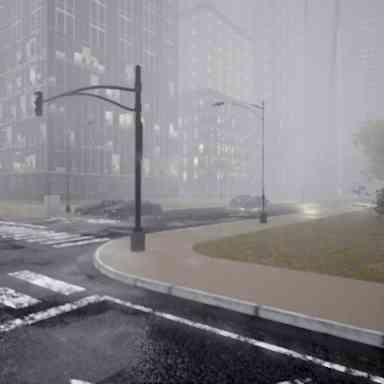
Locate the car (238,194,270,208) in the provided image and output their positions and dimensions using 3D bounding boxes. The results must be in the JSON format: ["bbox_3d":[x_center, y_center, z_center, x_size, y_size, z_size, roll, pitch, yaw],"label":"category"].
[{"bbox_3d":[8.449,1.259,43.496,1.882,1.535,5.008,0,0,37],"label":"car"}]

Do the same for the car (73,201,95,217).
[{"bbox_3d":[-7.230,1.288,28.156,2.033,1.411,5.357,0,0,37],"label":"car"}]

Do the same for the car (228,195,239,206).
[{"bbox_3d":[6.968,1.130,46.911,2.097,1.767,4.553,0,0,37],"label":"car"}]

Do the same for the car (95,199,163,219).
[{"bbox_3d":[-4.609,1.294,26.234,2.033,1.411,5.357,0,0,37],"label":"car"}]
